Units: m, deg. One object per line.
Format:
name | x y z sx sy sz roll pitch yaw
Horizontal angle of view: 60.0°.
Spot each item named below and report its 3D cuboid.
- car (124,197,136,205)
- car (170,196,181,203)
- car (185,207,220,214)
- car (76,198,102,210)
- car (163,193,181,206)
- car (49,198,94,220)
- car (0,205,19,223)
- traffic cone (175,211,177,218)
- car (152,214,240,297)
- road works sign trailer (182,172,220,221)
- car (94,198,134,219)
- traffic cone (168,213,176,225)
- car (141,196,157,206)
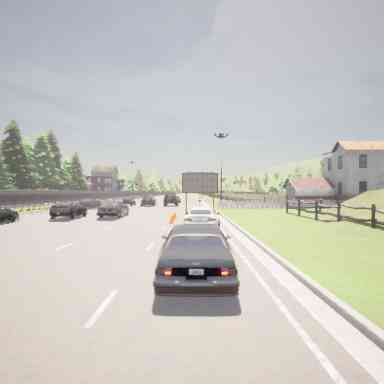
car | -10.339 1.526 53.905 1.812 1.442 4.674 0 0 0
car | -3.322 1.564 68.511 1.994 1.385 4.181 0 0 0
car | 0.572 1.538 18.426 1.812 1.442 4.674 0 -1 5
car | -13.837 1.547 45.069 2.033 1.411 5.357 0 0 -1
car | -3.339 1.221 53.296 2.150 2.045 5.566 0 0 0
car | -10.368 1.490 28.264 2.128 1.511 4.902 0 0 0
car | -13.873 1.563 23.094 1.994 1.385 4.181 0 0 0
traffic cone | -1.459 1.955 25.116 0.340 0.580 0.340 0 0 0
car | 0.107 1.547 8.760 2.033 1.411 5.357 0 0 1
road works sign trailer | 0.512 0.464 22.040 2.380 3.560 2.880 0 0 -4
car | -6.866 1.547 29.359 2.033 1.411 5.357 0 0 0
traffic cone | -1.461 1.955 23.116 0.340 0.580 0.340 0 0 0
car | -6.837 1.351 53.241 2.097 1.767 4.553 0 0 0
